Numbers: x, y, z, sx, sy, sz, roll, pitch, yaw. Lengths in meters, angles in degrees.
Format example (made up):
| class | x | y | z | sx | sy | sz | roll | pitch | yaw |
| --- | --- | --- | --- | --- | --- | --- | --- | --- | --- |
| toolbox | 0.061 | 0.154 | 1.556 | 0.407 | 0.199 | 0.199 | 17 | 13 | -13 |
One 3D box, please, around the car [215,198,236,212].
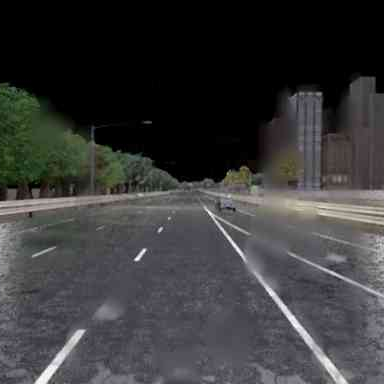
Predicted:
| class | x | y | z | sx | sy | sz | roll | pitch | yaw |
| --- | --- | --- | --- | --- | --- | --- | --- | --- | --- |
| car | 3.558 | 1.363 | 35.794 | 2.033 | 1.411 | 5.357 | 0 | 0 | -1 |
